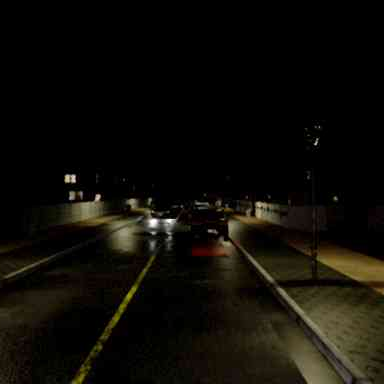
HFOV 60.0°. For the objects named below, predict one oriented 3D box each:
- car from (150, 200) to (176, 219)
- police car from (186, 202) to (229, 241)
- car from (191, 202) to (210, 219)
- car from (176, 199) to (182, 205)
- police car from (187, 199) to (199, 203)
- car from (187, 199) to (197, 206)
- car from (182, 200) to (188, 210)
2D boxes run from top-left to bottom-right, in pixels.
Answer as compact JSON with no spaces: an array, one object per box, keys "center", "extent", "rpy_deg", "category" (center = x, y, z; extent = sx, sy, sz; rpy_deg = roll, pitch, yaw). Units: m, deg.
[{"center":[-2.878,1.790,32.534],"extent":[1.812,1.442,4.674],"rpy_deg":[0,-1,0],"category":"car"},{"center":[0.808,1.558,17.542],"extent":[1.930,1.638,5.238],"rpy_deg":[0,0,0],"category":"police car"},{"center":[0.793,1.778,33.433],"extent":[1.837,1.490,4.892],"rpy_deg":[0,-1,0],"category":"car"},{"center":[-2.820,2.150,73.830],"extent":[2.033,1.411,5.357],"rpy_deg":[0,-1,0],"category":"car"},{"center":[0.798,1.645,27.544],"extent":[1.930,1.638,5.238],"rpy_deg":[0,-1,0],"category":"police car"},{"center":[-0.065,2.095,68.851],"extent":[1.994,1.385,4.181],"rpy_deg":[0,-1,0],"category":"car"},{"center":[-0.050,1.808,51.894],"extent":[2.097,1.767,4.553],"rpy_deg":[0,-1,0],"category":"car"}]
